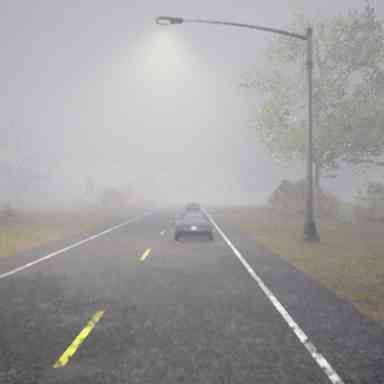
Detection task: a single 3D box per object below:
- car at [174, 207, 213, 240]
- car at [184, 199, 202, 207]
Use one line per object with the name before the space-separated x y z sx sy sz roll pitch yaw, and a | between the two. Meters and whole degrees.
car | 0.090 1.725 18.083 1.994 1.385 4.181 0 0 0
car | 0.078 1.851 40.991 1.837 1.490 4.892 0 0 0
